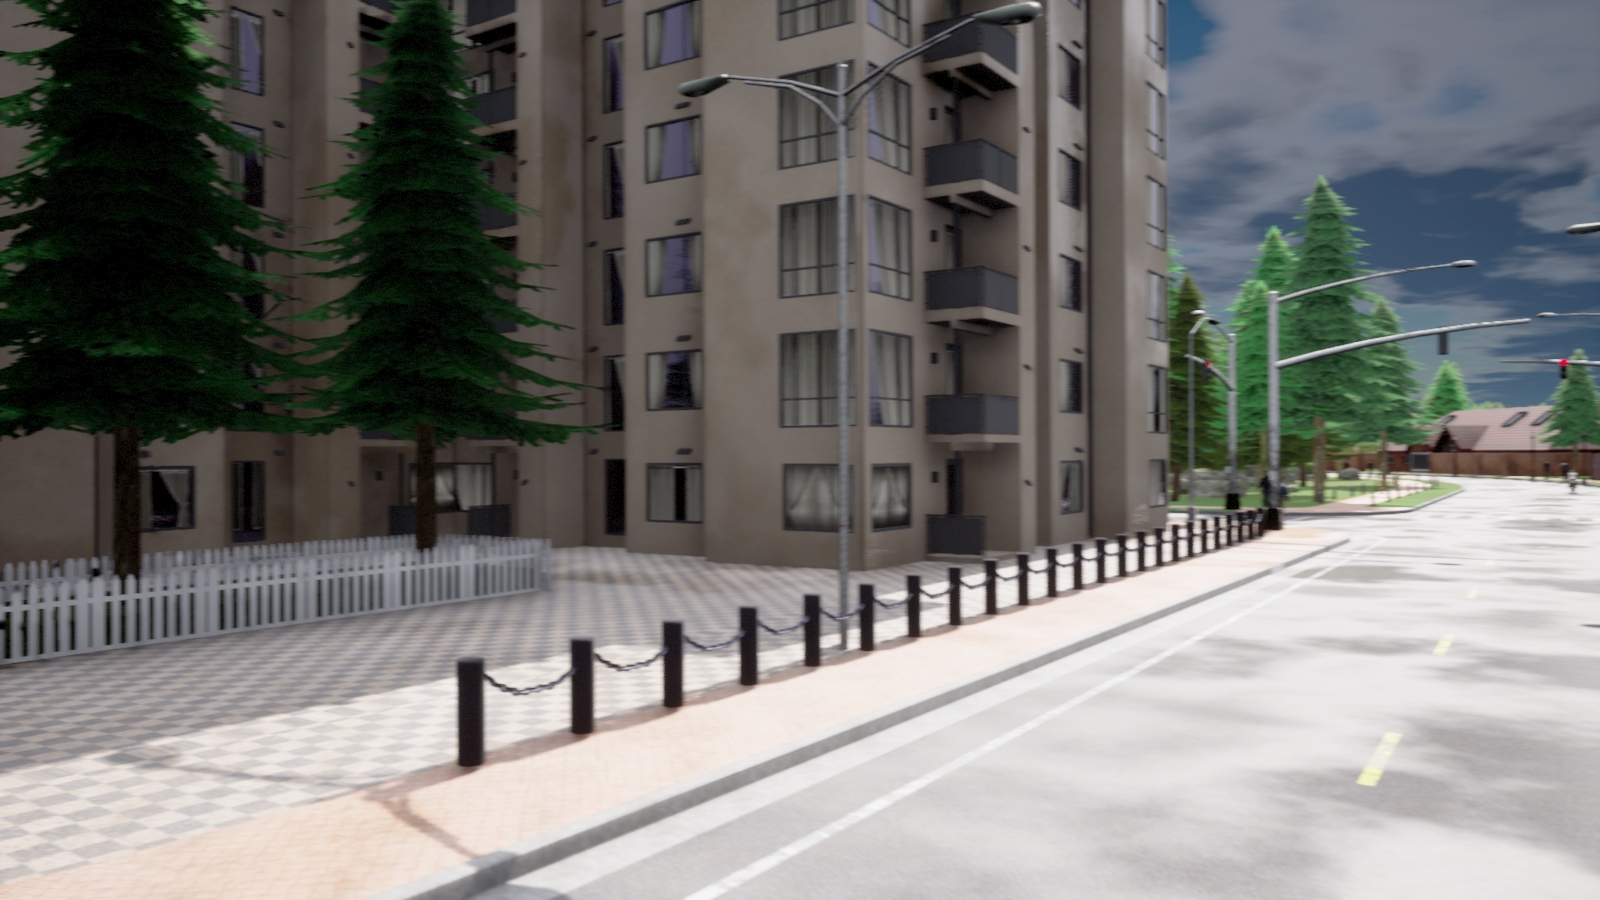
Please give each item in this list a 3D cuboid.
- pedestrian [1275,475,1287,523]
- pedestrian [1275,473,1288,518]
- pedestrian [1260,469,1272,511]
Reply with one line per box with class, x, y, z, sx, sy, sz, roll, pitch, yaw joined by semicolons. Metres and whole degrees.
pedestrian;18.792;1.898;44.640;0.375;1.860;0.375;0;0;35
pedestrian;20.239;1.903;48.011;0.375;1.860;0.375;0;0;40
pedestrian;20.574;1.755;50.426;0.375;1.860;0.375;0;0;-41
